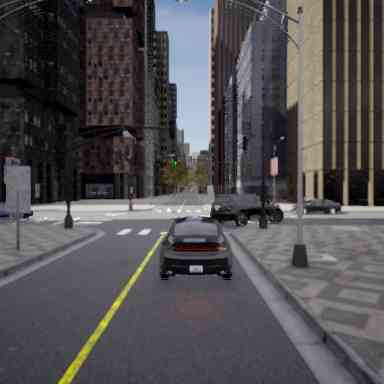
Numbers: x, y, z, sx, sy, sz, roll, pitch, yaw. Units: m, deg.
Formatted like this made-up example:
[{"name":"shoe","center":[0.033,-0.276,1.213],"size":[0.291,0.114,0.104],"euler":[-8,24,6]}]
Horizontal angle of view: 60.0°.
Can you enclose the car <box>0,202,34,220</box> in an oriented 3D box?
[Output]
[{"name":"car","center":[-15.166,1.521,26.984],"size":[4.181,1.385,1.994],"euler":[0,0,0]}]

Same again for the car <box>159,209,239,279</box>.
[{"name":"car","center":[0.099,1.493,10.003],"size":[1.837,1.490,4.892],"euler":[0,0,0]}]

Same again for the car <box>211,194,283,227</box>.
[{"name":"car","center":[3.867,1.203,23.070],"size":[5.566,2.045,2.150],"euler":[0,-2,-35]}]

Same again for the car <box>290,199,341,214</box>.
[{"name":"car","center":[12.465,1.466,33.597],"size":[4.892,1.490,1.837],"euler":[0,0,0]}]
